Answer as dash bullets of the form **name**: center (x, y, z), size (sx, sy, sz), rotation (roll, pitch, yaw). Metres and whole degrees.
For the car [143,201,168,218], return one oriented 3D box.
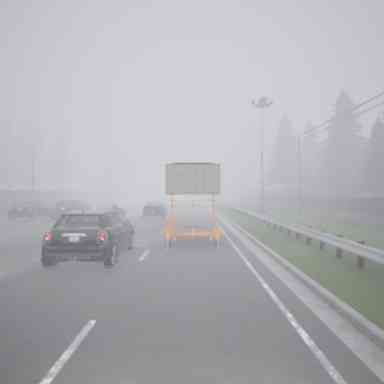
- **car**: center (-3.327, 1.546, 30.618), size (1.882, 1.535, 5.008), rotation (0, 0, 0)

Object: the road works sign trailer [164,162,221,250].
- **road works sign trailer**: center (0.036, 0.496, 14.571), size (2.380, 3.560, 2.880), rotation (0, 0, 0)

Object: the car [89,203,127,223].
- **car**: center (-6.834, 1.666, 27.518), size (1.895, 1.301, 4.718), rotation (0, 0, 0)

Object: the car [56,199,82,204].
- **car**: center (-10.332, 1.423, 28.764), size (2.097, 1.767, 4.553), rotation (0, 0, 0)

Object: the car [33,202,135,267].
- **car**: center (-3.371, 1.380, 11.652), size (2.097, 1.767, 4.553), rotation (0, 0, 0)

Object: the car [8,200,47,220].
- **car**: center (-13.831, 1.426, 28.783), size (2.097, 1.767, 4.553), rotation (0, 0, 0)
